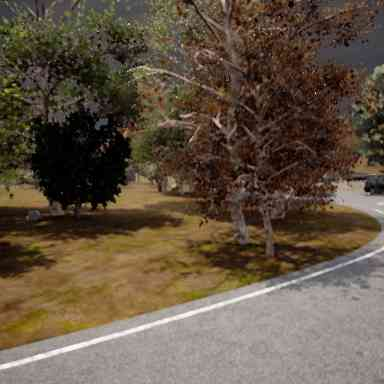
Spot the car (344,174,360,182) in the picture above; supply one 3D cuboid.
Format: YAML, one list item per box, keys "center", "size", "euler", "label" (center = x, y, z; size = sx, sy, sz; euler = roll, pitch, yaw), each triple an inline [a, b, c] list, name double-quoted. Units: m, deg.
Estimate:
- center: [32.141, -2.788, 64.189]
  size: [5.357, 1.411, 2.033]
  euler: [-3, 3, -1]
  label: "car"

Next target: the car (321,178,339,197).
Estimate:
- center: [13.763, -0.318, 36.721]
  size: [2.097, 1.767, 4.553]
  euler: [-5, 3, -23]
  label: "car"

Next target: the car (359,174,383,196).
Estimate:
- center: [20.153, -0.703, 32.976]
  size: [5.566, 2.045, 2.150]
  euler: [-1, 5, 45]
  label: "car"

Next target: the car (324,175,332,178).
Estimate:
- center: [27.104, -2.648, 66.677]
  size: [4.892, 1.490, 1.837]
  euler: [-4, 3, -15]
  label: "car"
